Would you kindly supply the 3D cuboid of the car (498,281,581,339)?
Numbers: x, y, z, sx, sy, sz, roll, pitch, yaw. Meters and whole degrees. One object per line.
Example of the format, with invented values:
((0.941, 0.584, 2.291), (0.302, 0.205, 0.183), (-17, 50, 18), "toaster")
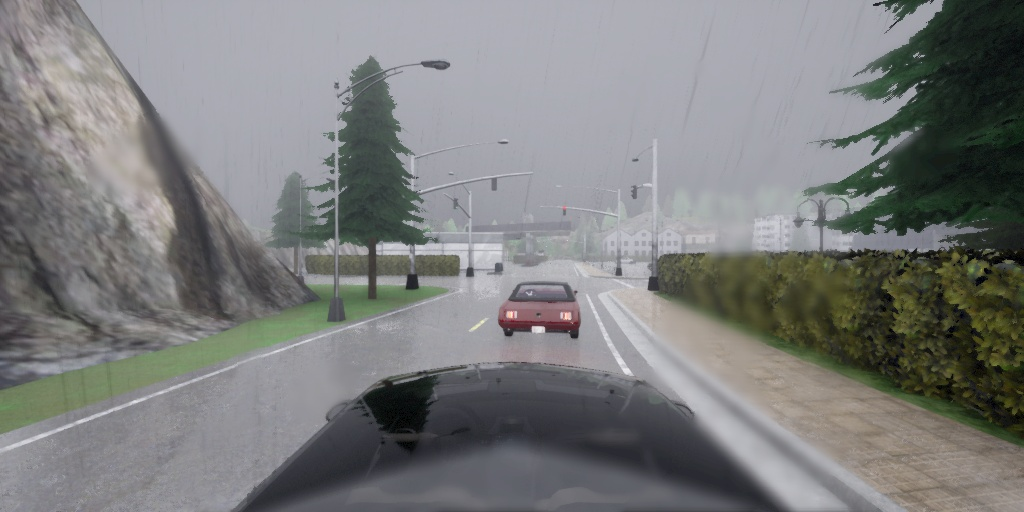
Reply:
((0.921, 1.351, 10.183), (1.895, 1.301, 4.718), (0, 0, 8), "car")
